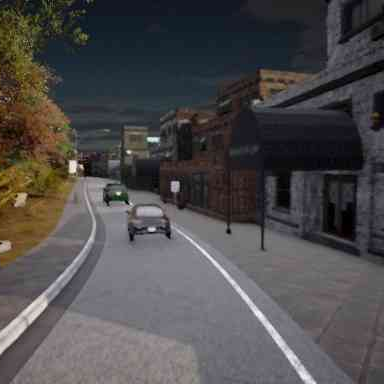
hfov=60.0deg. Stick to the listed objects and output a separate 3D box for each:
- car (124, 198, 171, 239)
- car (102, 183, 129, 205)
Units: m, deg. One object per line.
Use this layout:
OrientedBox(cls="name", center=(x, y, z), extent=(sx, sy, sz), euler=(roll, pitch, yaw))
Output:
OrientedBox(cls="car", center=(-2.136, 1.279, 15.802), extent=(1.812, 1.442, 4.674), euler=(-1, 2, -13))
OrientedBox(cls="car", center=(-7.760, 0.129, 33.710), extent=(2.150, 2.045, 5.566), euler=(-2, 4, -19))
